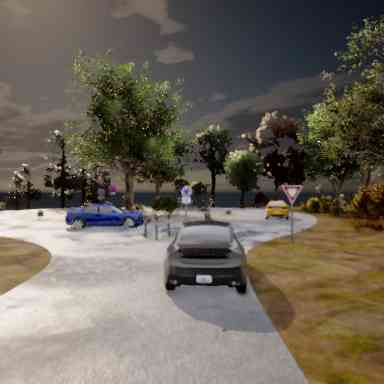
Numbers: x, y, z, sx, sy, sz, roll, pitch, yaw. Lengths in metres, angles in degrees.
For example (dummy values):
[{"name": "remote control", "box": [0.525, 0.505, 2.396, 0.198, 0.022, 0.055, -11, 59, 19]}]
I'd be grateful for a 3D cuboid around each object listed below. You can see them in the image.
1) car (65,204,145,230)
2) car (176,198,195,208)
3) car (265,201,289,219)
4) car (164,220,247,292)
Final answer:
[{"name": "car", "box": [-5.375, 1.506, 20.911, 5.008, 1.535, 1.882, 0, 0, 2]}, {"name": "car", "box": [-2.007, 1.558, 48.342, 4.902, 1.511, 2.128, 0, 0, 20]}, {"name": "car", "box": [7.617, 1.518, 29.857, 1.882, 1.535, 5.008, 0, 0, 14]}, {"name": "car", "box": [0.404, 1.514, 9.022, 1.837, 1.490, 4.892, 0, -1, 4]}]
